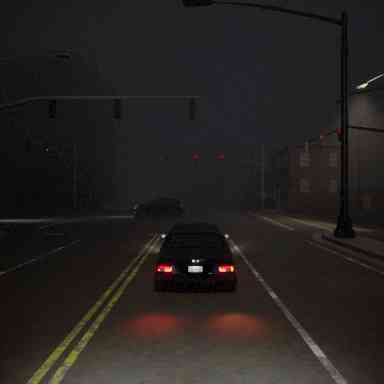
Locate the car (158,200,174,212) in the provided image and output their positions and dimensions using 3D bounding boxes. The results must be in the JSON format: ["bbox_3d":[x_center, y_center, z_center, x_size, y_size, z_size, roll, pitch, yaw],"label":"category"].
[{"bbox_3d":[-3.538,2.008,45.961,1.812,1.442,4.674,0,-4,0],"label":"car"}]

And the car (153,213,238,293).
[{"bbox_3d":[0.083,1.547,8.988,2.033,1.411,5.357,0,0,0],"label":"car"}]

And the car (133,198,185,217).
[{"bbox_3d":[-2.931,1.300,29.666,4.553,1.767,2.097,0,0,1],"label":"car"}]
